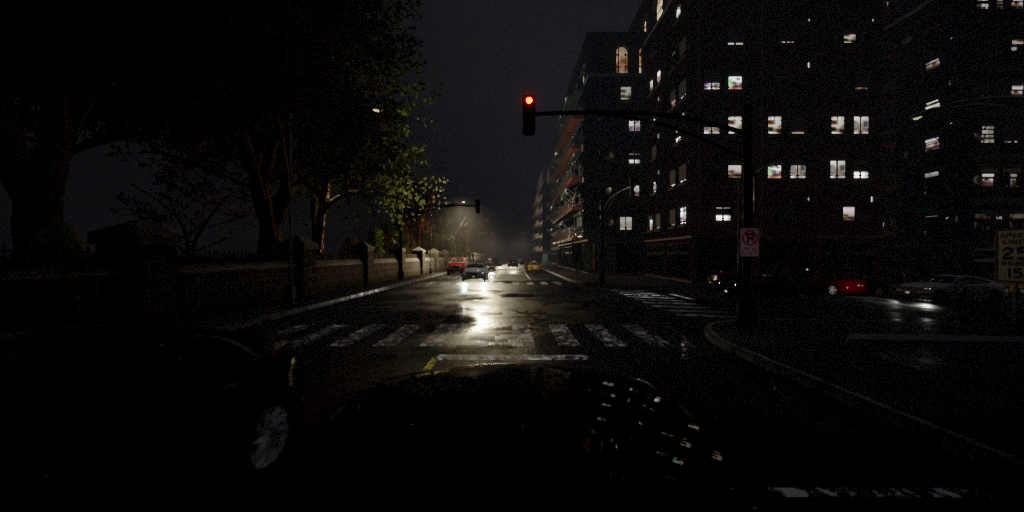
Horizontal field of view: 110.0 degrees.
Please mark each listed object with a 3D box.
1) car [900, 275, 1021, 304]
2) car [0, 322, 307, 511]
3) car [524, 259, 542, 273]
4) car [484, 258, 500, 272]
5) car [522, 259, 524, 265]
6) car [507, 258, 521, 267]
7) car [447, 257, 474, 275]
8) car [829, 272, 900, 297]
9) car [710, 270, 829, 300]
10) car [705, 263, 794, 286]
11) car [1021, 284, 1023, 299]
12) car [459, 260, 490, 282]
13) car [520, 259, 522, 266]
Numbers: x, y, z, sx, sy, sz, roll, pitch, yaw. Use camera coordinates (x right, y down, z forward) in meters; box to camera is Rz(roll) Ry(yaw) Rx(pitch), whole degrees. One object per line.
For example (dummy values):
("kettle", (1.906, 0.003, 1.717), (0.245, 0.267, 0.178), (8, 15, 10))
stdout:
("car", (23.664, 1.722, 19.333), (4.674, 1.442, 1.812), (1, 0, 0))
("car", (-3.101, 1.257, 1.880), (1.837, 1.490, 4.892), (0, -1, 0))
("car", (2.735, 1.282, 44.214), (1.751, 1.417, 4.829), (0, 0, 0))
("car", (-3.052, 1.250, 46.032), (2.128, 1.511, 4.902), (0, 0, 0))
("car", (2.741, 1.305, 49.579), (1.888, 1.381, 4.507), (0, 0, 0))
("car", (0.166, 1.317, 64.291), (2.033, 1.411, 5.357), (0, 0, -1))
("car", (-5.651, 1.068, 38.517), (2.192, 1.841, 5.009), (0, 0, 0))
("car", (20.314, 1.670, 21.923), (4.507, 1.381, 1.888), (0, 0, 0))
("car", (13.722, 1.618, 19.315), (4.718, 1.301, 1.895), (1, 0, 0))
("car", (14.619, 1.337, 21.911), (5.009, 1.841, 2.192), (0, 0, 0))
("car", (31.536, 1.856, 21.946), (4.829, 1.417, 1.751), (0, 0, 0))
("car", (-2.970, 1.276, 29.252), (1.812, 1.442, 4.674), (0, 0, -2))
("car", (2.747, 1.314, 55.115), (2.007, 1.370, 4.403), (0, 0, 0))
